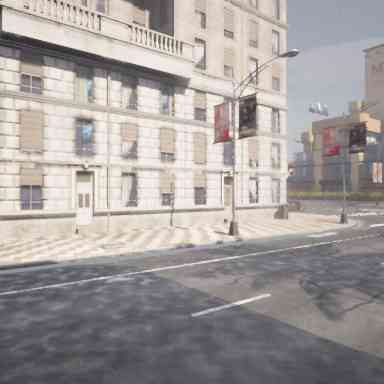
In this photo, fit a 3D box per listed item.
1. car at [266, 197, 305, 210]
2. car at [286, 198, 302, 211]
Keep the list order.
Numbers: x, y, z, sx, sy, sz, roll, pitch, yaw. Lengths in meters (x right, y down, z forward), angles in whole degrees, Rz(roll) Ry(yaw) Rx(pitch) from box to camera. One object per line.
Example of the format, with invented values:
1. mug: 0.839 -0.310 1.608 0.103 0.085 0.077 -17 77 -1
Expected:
1. car: 12.322 1.505 44.295 1.837 1.490 4.892 0 0 -36
2. car: 10.563 1.354 40.775 2.097 1.767 4.553 0 0 -36
